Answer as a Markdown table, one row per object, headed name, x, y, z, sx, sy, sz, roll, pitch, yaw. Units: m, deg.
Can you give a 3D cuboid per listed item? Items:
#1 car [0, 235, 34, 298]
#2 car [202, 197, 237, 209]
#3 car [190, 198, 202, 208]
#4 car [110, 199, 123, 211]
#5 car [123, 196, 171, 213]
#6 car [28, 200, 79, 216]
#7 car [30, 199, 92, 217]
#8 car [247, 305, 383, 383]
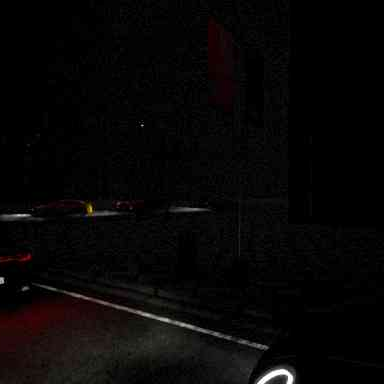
| name | x | y | z | sx | sy | sz | roll | pitch | yaw |
| --- | --- | --- | --- | --- | --- | --- | --- | --- | --- |
| car | -5.609 | 1.476 | 7.399 | 5.008 | 1.535 | 1.882 | 0 | 0 | 33 |
| car | 3.983 | 1.556 | 44.320 | 4.718 | 1.301 | 1.895 | 0 | 0 | -41 |
| car | 1.874 | 1.468 | 46.792 | 4.674 | 1.442 | 1.812 | 0 | 0 | -41 |
| car | -7.186 | 1.284 | 38.763 | 4.553 | 1.767 | 2.097 | 0 | 0 | -42 |
| car | -4.601 | 1.437 | 36.715 | 4.902 | 1.511 | 2.128 | 0 | 0 | -42 |
| car | -13.700 | 1.490 | 32.990 | 4.181 | 1.385 | 1.994 | 0 | 0 | -42 |
| car | -11.708 | 1.418 | 30.406 | 5.008 | 1.535 | 1.882 | 0 | 0 | -43 |
| car | 2.522 | 1.352 | 1.852 | 4.553 | 1.767 | 2.097 | 0 | 0 | 35 |
